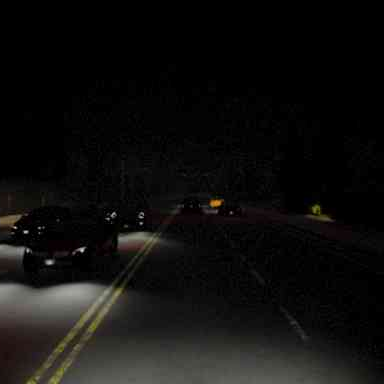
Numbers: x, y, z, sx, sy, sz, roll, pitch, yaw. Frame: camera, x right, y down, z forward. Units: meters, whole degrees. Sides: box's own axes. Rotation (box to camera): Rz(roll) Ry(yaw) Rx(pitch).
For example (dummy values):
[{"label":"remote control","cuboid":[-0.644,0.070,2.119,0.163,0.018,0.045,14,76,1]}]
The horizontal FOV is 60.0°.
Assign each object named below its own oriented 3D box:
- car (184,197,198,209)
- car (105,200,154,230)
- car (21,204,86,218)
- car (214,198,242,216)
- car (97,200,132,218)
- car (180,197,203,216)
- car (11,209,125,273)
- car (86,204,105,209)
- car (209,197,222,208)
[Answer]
[{"label":"car","cuboid":[-0.117,1.416,45.714,1.837,1.490,4.892,0,0,0]},{"label":"car","cuboid":[-3.661,1.315,20.771,2.097,1.767,4.553,0,0,0]},{"label":"car","cuboid":[-7.152,1.481,16.742,1.837,1.490,4.892,0,0,0]},{"label":"car","cuboid":[3.450,1.536,31.397,1.895,1.301,4.718,0,0,0]},{"label":"car","cuboid":[-7.143,1.493,31.258,2.033,1.411,5.357,0,0,0]},{"label":"car","cuboid":[-0.050,1.289,32.144,2.097,1.767,4.553,0,0,0]},{"label":"car","cuboid":[-3.634,1.508,10.791,1.812,1.442,4.674,0,0,0]},{"label":"car","cuboid":[-7.078,1.511,21.821,1.812,1.442,4.674,0,0,0]},{"label":"car","cuboid":[3.383,1.384,45.951,1.882,1.535,5.008,0,0,0]}]
